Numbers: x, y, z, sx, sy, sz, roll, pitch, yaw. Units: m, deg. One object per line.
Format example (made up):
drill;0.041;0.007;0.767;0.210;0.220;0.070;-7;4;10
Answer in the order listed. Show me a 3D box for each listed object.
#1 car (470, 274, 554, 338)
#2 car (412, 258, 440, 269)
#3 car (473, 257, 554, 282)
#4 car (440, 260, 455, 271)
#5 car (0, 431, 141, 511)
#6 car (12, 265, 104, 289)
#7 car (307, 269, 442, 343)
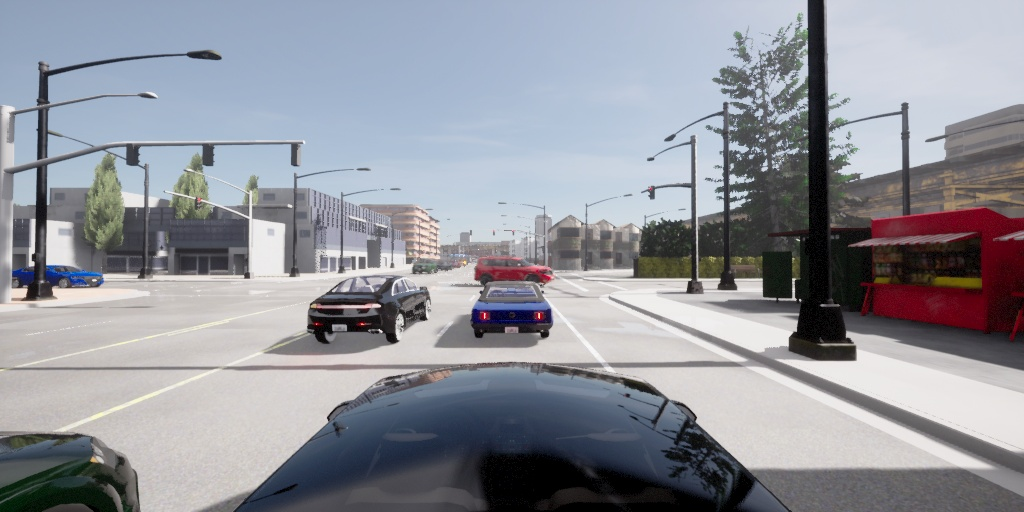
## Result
car;-0.010;1.365;10.185;1.895;1.301;4.718;0;0;0
car;-11.033;1.320;45.500;2.150;2.045;5.566;0;-1;-1
car;0.061;1.089;24.678;5.566;2.045;2.150;0;0;20
car;-11.159;1.642;58.972;1.882;1.535;5.008;0;1;0
car;-3.373;1.314;0.538;1.994;1.385;4.181;0;0;-1
car;-29.746;1.316;23.405;5.008;1.535;1.882;0;-1;0
car;-3.511;1.257;9.707;2.128;1.511;4.902;0;0;0
